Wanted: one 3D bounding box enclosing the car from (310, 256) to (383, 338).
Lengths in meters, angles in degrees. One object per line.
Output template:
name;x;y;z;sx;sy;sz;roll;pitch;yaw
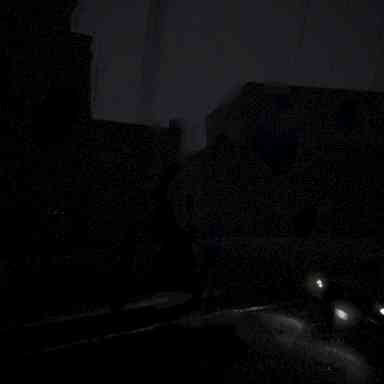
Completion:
car;4.925;1.588;6.069;5.357;1.411;2.033;1;0;-17
